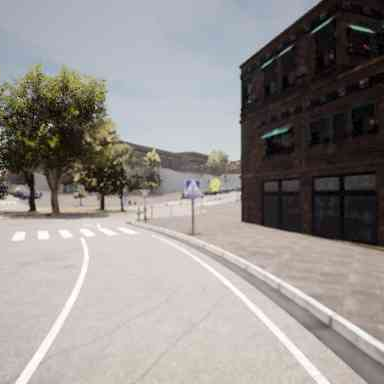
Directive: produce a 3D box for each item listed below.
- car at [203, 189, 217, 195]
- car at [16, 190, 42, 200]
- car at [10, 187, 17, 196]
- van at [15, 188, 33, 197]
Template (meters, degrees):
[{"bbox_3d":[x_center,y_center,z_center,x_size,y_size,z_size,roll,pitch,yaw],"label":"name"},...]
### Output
[{"bbox_3d":[3.843,0.270,93.816,4.792,1.488,2.163,-3,2,13],"label":"car"},{"bbox_3d":[-39.022,1.032,80.689,2.097,1.535,5.008,4,3,32],"label":"car"},{"bbox_3d":[-42.676,0.380,85.388,2.435,2.045,5.566,5,3,32],"label":"car"},{"bbox_3d":[-40.775,0.605,83.149,1.878,1.987,4.442,4,3,32],"label":"van"}]
